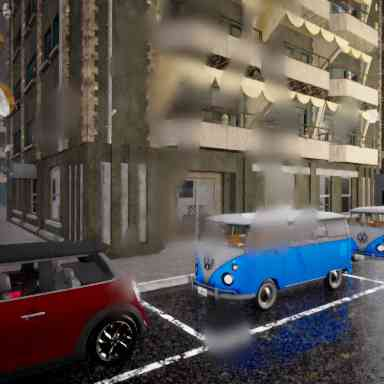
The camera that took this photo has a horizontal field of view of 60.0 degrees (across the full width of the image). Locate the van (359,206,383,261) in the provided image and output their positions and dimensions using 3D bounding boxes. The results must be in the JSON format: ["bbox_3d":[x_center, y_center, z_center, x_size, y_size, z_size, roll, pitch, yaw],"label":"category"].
[{"bbox_3d":[6.529,1.345,10.780,3.998,1.788,1.690,0,0,-36],"label":"van"}]

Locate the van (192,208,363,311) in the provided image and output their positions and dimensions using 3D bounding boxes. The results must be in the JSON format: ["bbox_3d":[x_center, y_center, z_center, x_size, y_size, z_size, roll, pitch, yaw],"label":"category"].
[{"bbox_3d":[1.904,1.343,7.466,3.998,1.788,1.690,0,0,-36],"label":"van"}]

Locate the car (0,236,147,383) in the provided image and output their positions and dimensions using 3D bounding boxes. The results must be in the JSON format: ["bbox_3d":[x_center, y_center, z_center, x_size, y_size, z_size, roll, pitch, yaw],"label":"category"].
[{"bbox_3d":[-2.722,1.440,4.152,4.097,1.590,1.967,0,0,-36],"label":"car"}]
